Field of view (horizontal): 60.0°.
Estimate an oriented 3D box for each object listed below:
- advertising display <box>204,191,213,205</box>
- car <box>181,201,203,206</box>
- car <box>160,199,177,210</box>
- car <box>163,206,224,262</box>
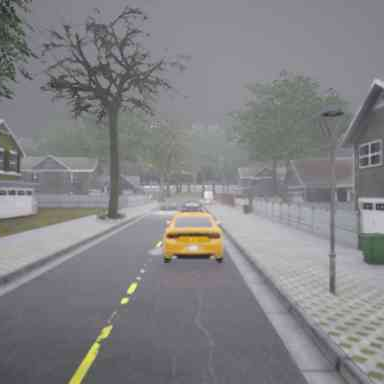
[{"bbox_3d":[2.803,0.991,56.336,1.540,2.440,0.280,-1,-1,0],"label":"advertising display"},{"bbox_3d":[-0.007,1.534,29.485,1.812,1.442,4.674,0,0,0],"label":"car"},{"bbox_3d":[-2.984,1.597,42.334,1.895,1.301,4.718,0,0,0],"label":"car"},{"bbox_3d":[0.045,1.484,12.194,1.882,1.535,5.008,0,0,0],"label":"car"}]
